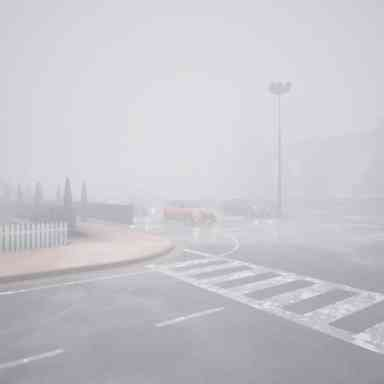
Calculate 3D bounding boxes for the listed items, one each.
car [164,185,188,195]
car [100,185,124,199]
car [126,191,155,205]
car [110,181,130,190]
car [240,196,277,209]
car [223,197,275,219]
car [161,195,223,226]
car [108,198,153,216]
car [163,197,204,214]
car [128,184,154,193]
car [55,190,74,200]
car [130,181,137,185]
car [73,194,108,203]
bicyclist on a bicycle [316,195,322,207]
[{"bbox_3d":[-3.000,-0.289,62.400,2.150,2.045,5.566,0,7,-37],"label":"car"},{"bbox_3d":[-12.829,0.278,51.912,1.812,1.442,4.674,0,6,-37],"label":"car"},{"bbox_3d":[-6.971,1.099,44.065,2.033,1.411,5.357,0,3,-37],"label":"car"},{"bbox_3d":[-14.795,-1.300,66.276,1.882,1.535,5.008,0,7,-37],"label":"car"},{"bbox_3d":[9.209,1.389,46.201,1.882,1.535,5.008,0,1,-37],"label":"car"},{"bbox_3d":[4.585,1.345,28.819,2.097,1.767,4.553,0,0,-37],"label":"car"},{"bbox_3d":[-0.272,1.351,23.638,2.097,1.767,4.553,0,0,-37],"label":"car"},{"bbox_3d":[-5.864,1.570,31.001,1.895,1.301,4.718,0,1,-37],"label":"car"},{"bbox_3d":[-1.059,1.424,36.256,1.882,1.535,5.008,0,1,-37],"label":"car"},{"bbox_3d":[-8.532,0.058,57.942,2.033,1.411,5.357,0,6,-37],"label":"car"},{"bbox_3d":[-17.944,0.397,47.054,1.994,1.385,4.181,0,6,-37],"label":"car"},{"bbox_3d":[-12.803,-1.487,69.619,1.882,1.535,5.008,0,7,-37],"label":"car"},{"bbox_3d":[-11.969,1.212,39.065,1.895,1.301,4.718,0,3,-37],"label":"car"},{"bbox_3d":[18.084,1.291,47.388,1.656,1.620,0.582,0,0,-37],"label":"bicyclist on a bicycle"}]
